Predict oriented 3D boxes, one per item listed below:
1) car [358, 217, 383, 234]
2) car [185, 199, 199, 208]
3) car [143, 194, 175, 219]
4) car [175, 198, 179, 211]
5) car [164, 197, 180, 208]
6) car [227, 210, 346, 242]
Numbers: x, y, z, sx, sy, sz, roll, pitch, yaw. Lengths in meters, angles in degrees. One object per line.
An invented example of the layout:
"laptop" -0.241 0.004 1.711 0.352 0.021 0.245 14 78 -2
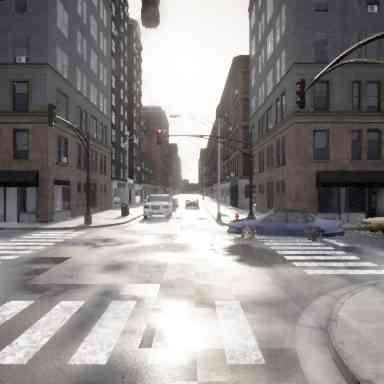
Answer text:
"car" 11.601 1.554 17.923 4.829 1.417 1.752 0 0 0
"car" 0.021 1.586 46.742 1.895 1.301 4.718 0 0 0
"car" -2.901 1.216 29.215 2.150 2.045 5.566 0 0 0
"car" -2.914 1.342 39.479 2.097 1.767 4.553 0 0 0
"car" -2.932 1.530 49.761 2.033 1.411 5.357 0 0 0
"car" 4.456 1.562 16.123 5.357 1.411 2.033 0 0 15
